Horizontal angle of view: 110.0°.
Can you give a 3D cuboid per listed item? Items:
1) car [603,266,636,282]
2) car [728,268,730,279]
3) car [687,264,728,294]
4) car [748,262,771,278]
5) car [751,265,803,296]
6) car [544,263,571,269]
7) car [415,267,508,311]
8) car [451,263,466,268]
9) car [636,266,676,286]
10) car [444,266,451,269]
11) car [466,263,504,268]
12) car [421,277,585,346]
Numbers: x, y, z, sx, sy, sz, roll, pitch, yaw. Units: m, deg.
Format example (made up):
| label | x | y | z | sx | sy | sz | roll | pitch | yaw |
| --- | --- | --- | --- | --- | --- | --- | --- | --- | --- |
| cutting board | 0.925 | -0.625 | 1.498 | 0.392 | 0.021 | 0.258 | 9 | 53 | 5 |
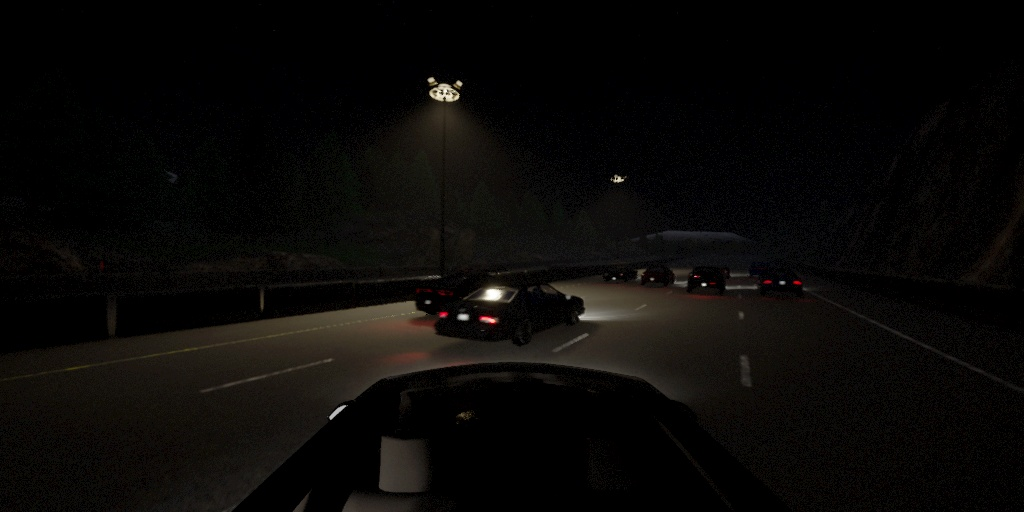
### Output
| label | x | y | z | sx | sy | sz | roll | pitch | yaw |
| --- | --- | --- | --- | --- | --- | --- | --- | --- | --- |
| car | 9.571 | 1.554 | 31.342 | 1.895 | 1.301 | 4.718 | -1 | 0 | 32 |
| car | 20.160 | 1.474 | 35.061 | 1.895 | 1.301 | 4.718 | -1 | 0 | 32 |
| car | 11.904 | 1.392 | 21.883 | 1.837 | 1.490 | 4.892 | -1 | -2 | 32 |
| car | 24.011 | 1.314 | 34.617 | 1.882 | 1.535 | 5.008 | -1 | 0 | 32 |
| car | 15.102 | 1.411 | 20.395 | 2.033 | 1.411 | 5.357 | -1 | 0 | 32 |
| car | 5.870 | 1.562 | 45.493 | 2.033 | 1.411 | 5.357 | -1 | 0 | 33 |
| car | -1.432 | 1.372 | 13.782 | 1.882 | 1.535 | 5.008 | -1 | -1 | 32 |
| car | -4.514 | 1.576 | 42.178 | 1.882 | 1.535 | 5.008 | -1 | 0 | 32 |
| car | 11.097 | 1.452 | 27.213 | 1.812 | 1.442 | 4.674 | -1 | 0 | 32 |
| car | -6.951 | 1.652 | 44.876 | 1.812 | 1.442 | 4.674 | -1 | 0 | 32 |
| car | -2.401 | 1.549 | 38.965 | 1.882 | 1.535 | 5.008 | -1 | 0 | 32 |
| car | 0.269 | 1.395 | 9.901 | 2.033 | 1.411 | 5.357 | -1 | -1 | 32 |
